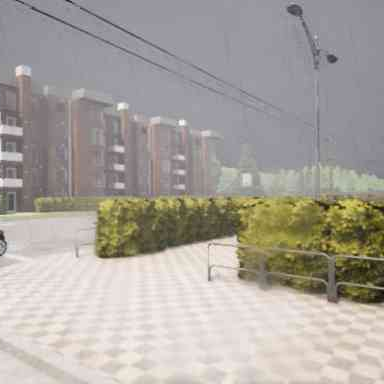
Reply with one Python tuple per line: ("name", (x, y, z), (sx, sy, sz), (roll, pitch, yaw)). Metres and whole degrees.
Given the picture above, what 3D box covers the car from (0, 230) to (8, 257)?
("car", (-7.931, 1.602, 10.515), (1.882, 1.535, 5.008), (-2, 0, 1))
